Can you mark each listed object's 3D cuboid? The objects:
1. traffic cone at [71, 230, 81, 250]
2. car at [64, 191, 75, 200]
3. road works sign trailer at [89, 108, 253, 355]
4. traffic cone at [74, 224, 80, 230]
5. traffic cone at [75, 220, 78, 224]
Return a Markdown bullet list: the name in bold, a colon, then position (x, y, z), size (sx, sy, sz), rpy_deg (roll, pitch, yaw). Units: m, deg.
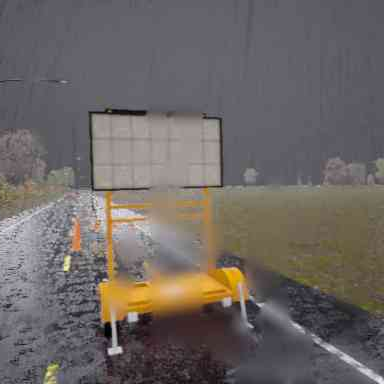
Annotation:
- **traffic cone**: position (-4.277, 1.819, 12.274), size (0.340, 0.580, 0.340), rpy_deg (-2, 1, -19)
- **car**: position (-26.161, 0.678, 70.890), size (2.097, 1.767, 4.553), rpy_deg (-2, 1, -18)
- **road works sign trailer**: position (-0.612, 0.348, 6.114), size (2.380, 3.560, 2.880), rpy_deg (-2, 1, -20)
- **traffic cone**: position (-4.928, 1.799, 14.166), size (0.340, 0.580, 0.340), rpy_deg (-2, 1, -19)
- **traffic cone**: position (-5.579, 1.780, 16.056), size (0.340, 0.580, 0.340), rpy_deg (-2, 1, -19)
